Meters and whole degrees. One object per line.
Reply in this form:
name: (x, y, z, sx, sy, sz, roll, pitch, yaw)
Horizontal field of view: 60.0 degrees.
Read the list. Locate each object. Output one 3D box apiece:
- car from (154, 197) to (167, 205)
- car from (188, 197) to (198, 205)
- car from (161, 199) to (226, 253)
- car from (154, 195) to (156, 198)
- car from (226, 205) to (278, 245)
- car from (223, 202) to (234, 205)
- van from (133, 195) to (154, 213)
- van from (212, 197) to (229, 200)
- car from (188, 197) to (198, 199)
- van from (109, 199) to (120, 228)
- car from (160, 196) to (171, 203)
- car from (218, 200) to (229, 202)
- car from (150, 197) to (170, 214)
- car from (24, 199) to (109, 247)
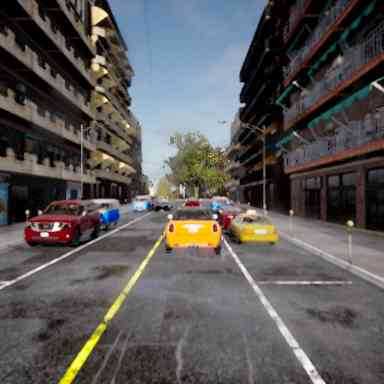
car: (-5.666, 1.620, 60.614, 2.008, 1.369, 4.403, 1, 0, 0)
car: (0.115, 1.597, 61.490, 1.812, 1.442, 4.674, 0, 0, 0)
car: (0.035, 1.365, 13.988, 2.097, 1.767, 4.553, 0, 0, 0)
car: (-5.666, 1.361, 43.628, 2.192, 1.841, 5.009, 1, 0, 0)
car: (2.706, 1.540, 15.450, 1.752, 1.417, 4.829, 1, 0, 0)
car: (2.710, 1.565, 20.941, 1.887, 1.381, 4.507, 1, 0, 0)
van: (-5.667, 1.380, 37.967, 1.690, 1.788, 3.998, 1, 0, 0)
van: (2.698, 1.373, 32.265, 1.690, 1.788, 3.998, 1, 0, 0)
car: (0.109, 1.524, 43.929, 1.882, 1.535, 5.008, 0, 0, 0)
van: (-5.671, 1.361, 20.982, 1.690, 1.788, 3.998, 1, 0, 0)
car: (-5.757, 1.638, 71.933, 2.008, 1.369, 4.403, 1, 0, 0)
car: (2.715, 1.592, 26.603, 1.947, 1.339, 4.313, 1, 0, 0)
car: (-2.992, 1.550, 35.551, 1.895, 1.301, 4.718, 0, 0, 0)
car: (-5.672, 1.330, 15.321, 2.192, 1.841, 5.009, 1, 0, 0)
